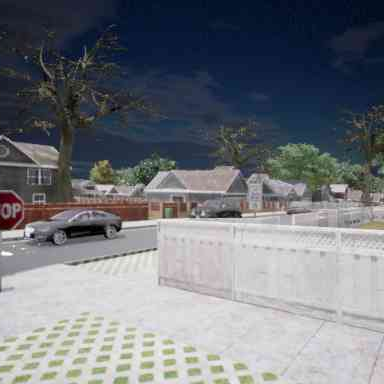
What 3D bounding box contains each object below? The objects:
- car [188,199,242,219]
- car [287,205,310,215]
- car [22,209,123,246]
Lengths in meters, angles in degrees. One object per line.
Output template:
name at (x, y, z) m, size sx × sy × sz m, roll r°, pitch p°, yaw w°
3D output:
car at (2.010, 1.579, 26.784) m, size 2.150 × 2.045 × 5.566 m, roll 1°, pitch -1°, yaw 36°
car at (13.730, 2.332, 42.769) m, size 1.994 × 1.385 × 4.181 m, roll 1°, pitch -1°, yaw 37°
car at (-5.632, 1.610, 16.305) m, size 2.128 × 1.511 × 4.902 m, roll 1°, pitch 0°, yaw 36°
